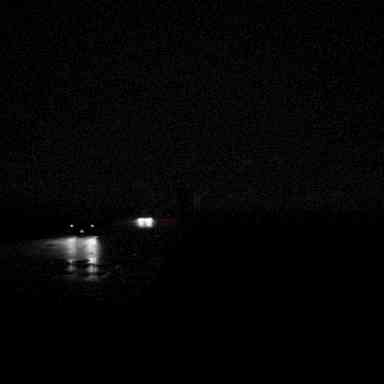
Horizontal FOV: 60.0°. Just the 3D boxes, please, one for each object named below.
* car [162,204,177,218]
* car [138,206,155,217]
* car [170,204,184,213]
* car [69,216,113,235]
[{"bbox_3d":[-3.019,2.805,46.547,1.837,1.490,4.892,0,-1,2],"label":"car"},{"bbox_3d":[-6.558,2.818,48.477,2.128,1.511,4.902,0,-1,2],"label":"car"},{"bbox_3d":[-2.587,2.899,58.780,2.128,1.511,4.902,0,-1,2],"label":"car"},{"bbox_3d":[-7.486,2.463,25.021,1.895,1.301,4.718,0,-2,2],"label":"car"}]
